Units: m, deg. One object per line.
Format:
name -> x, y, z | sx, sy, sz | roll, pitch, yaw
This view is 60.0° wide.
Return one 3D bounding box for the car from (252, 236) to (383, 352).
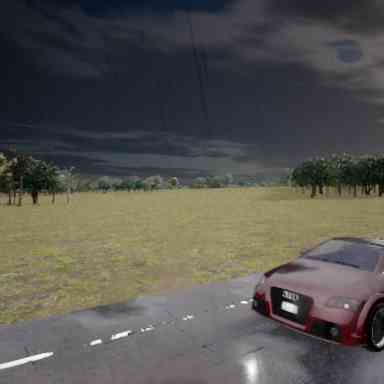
car -> 3.105, 1.571, 6.204 | 4.181, 1.385, 1.994 | 0, 0, -35
